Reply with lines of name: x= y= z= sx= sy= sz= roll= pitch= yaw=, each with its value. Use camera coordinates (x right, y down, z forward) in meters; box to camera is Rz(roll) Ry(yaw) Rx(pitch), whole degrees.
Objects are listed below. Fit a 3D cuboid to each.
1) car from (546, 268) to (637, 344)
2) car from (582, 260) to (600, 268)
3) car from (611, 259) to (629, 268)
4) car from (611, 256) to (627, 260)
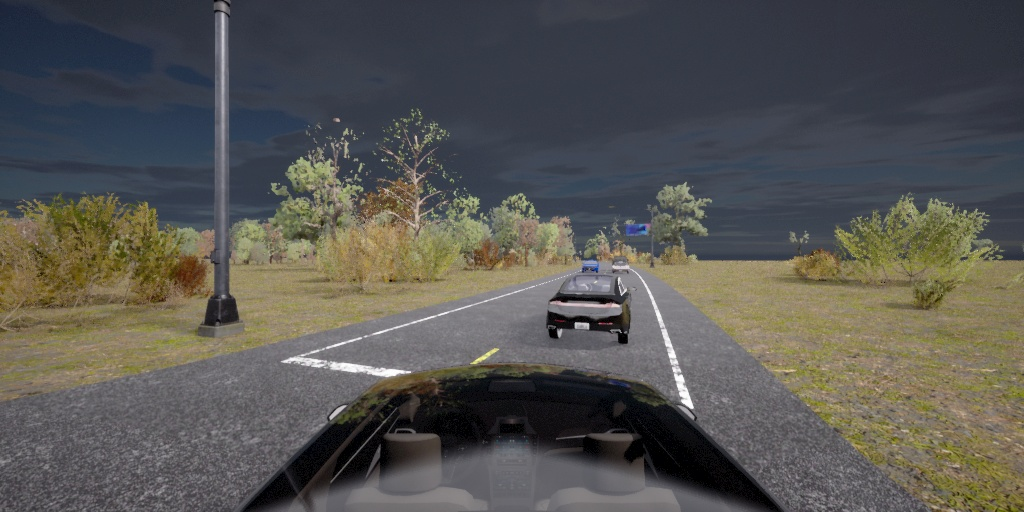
car: x=2.263 y=1.242 z=9.741 sx=2.128 sy=1.511 sz=4.902 roll=0 pitch=0 yaw=20
car: x=9.776 y=1.244 z=44.305 sx=1.882 sy=1.535 sz=5.008 roll=0 pitch=0 yaw=16
car: x=12.903 y=1.365 z=42.472 sx=1.895 sy=1.301 sz=4.718 roll=0 pitch=0 yaw=18
car: x=15.084 y=1.002 z=50.100 sx=2.150 sy=2.045 sz=5.566 roll=0 pitch=0 yaw=16
